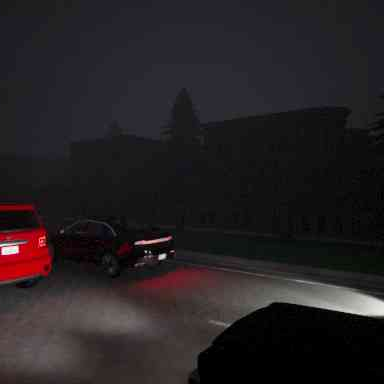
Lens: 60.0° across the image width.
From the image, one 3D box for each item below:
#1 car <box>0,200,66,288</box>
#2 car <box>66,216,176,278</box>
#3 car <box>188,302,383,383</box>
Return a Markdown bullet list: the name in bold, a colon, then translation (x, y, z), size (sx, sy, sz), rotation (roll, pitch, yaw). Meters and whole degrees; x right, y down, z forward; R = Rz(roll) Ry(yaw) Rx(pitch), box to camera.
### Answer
- **car**: translation (-5.675, 1.221, 7.999), size (5.566, 2.045, 2.150), rotation (0, 0, 36)
- **car**: translation (-2.747, 1.492, 10.199), size (4.902, 1.511, 2.128), rotation (0, 0, 36)
- **car**: translation (2.298, 1.601, 2.353), size (4.718, 1.301, 1.895), rotation (0, 0, 36)
